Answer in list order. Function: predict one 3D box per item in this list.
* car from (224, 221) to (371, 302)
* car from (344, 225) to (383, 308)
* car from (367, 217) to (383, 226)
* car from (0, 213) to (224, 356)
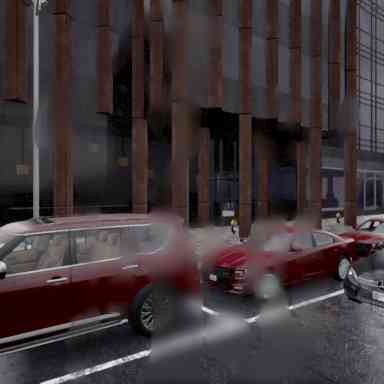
[{"bbox_3d":[2.274,1.545,8.255,4.507,1.381,1.887,0,0,-35],"label":"car"},{"bbox_3d":[5.129,1.526,7.017,4.674,1.442,1.812,0,0,-35],"label":"car"},{"bbox_3d":[6.723,1.546,11.416,4.507,1.381,1.887,0,0,-35],"label":"car"},{"bbox_3d":[-2.174,1.315,5.095,5.009,1.841,2.192,0,0,-35],"label":"car"}]
